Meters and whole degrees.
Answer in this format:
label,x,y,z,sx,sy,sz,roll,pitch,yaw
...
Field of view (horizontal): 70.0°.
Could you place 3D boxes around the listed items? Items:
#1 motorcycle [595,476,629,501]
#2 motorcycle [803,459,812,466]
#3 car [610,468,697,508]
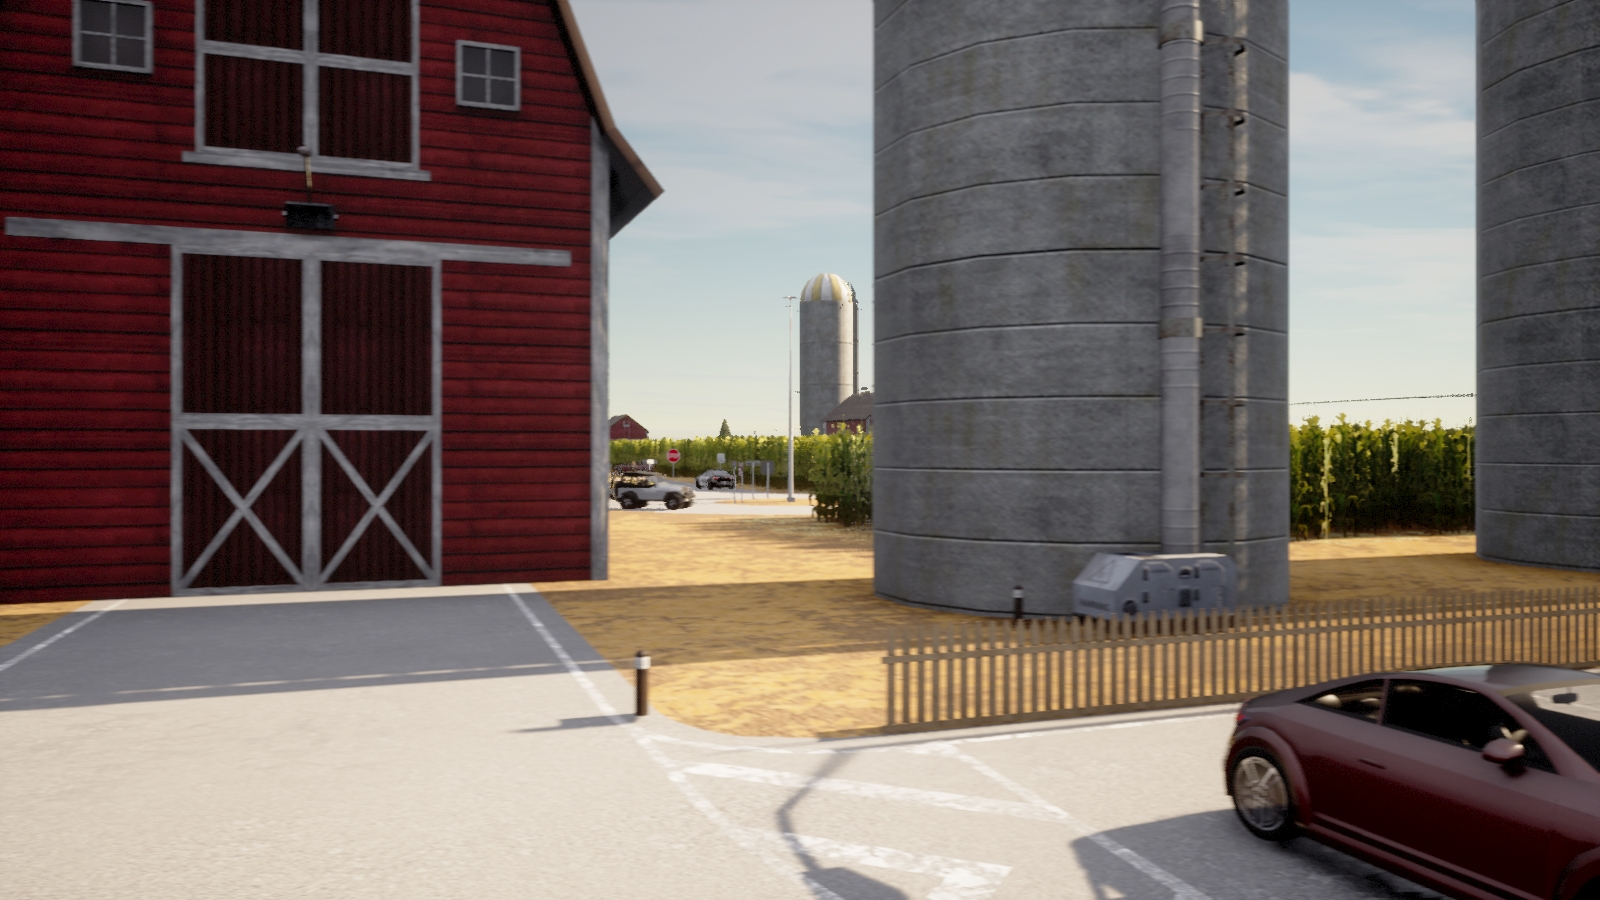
label,x,y,z,sx,sy,sz,roll,pitch,yaw
motorcycle,-10.576,2.155,64.385,0.764,1.307,2.356,-1,0,21
motorcycle,1.237,2.154,198.349,0.764,1.307,2.356,0,0,-21
car,-7.205,1.857,56.397,3.866,1.878,1.905,0,0,13
